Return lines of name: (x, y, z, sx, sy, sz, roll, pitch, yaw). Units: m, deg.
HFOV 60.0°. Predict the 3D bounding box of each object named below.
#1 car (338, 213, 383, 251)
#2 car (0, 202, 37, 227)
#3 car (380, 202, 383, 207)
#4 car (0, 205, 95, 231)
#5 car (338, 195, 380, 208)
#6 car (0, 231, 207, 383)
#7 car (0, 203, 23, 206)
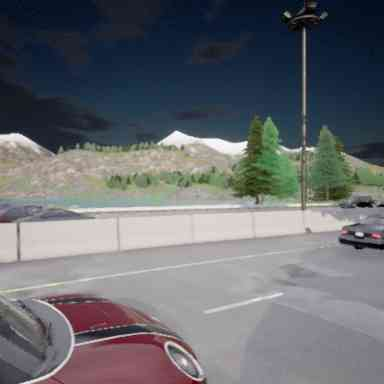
car: (7.982, 1.506, 12.732, 5.357, 1.411, 2.033, 0, 0, -29)
car: (-12.397, 1.431, 20.793, 4.674, 1.442, 1.812, 0, 0, -34)
car: (24.726, 1.420, 39.665, 5.357, 1.411, 2.033, 0, 0, -19)
car: (-6.817, 1.493, 16.107, 4.181, 1.385, 1.994, 0, 0, -34)
car: (20.746, 1.211, 41.869, 4.553, 1.767, 2.097, 0, 0, -20)
car: (-2.045, 1.340, 2.182, 4.553, 1.767, 2.097, 0, 0, -36)
car: (-9.520, 1.464, 18.569, 5.357, 1.411, 2.033, 0, 0, -34)
